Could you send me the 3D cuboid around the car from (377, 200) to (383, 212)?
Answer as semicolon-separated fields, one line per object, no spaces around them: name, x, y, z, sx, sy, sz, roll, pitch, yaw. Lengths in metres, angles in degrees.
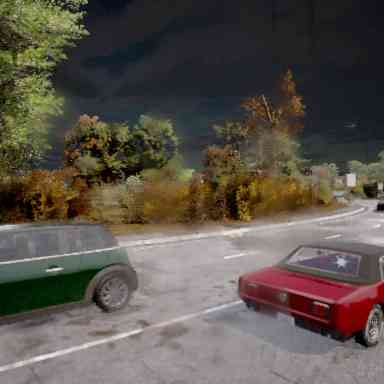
car;23.165;1.639;39.649;1.895;1.301;4.718;0;0;32

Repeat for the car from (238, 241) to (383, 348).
car;3.138;1.613;6.347;4.718;1.301;1.895;0;0;-39

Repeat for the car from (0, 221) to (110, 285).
car;-4.899;1.637;9.215;4.718;1.301;1.895;0;0;-37

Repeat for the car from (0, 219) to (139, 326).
car;-3.346;1.376;6.081;4.553;1.767;2.097;0;0;-37
